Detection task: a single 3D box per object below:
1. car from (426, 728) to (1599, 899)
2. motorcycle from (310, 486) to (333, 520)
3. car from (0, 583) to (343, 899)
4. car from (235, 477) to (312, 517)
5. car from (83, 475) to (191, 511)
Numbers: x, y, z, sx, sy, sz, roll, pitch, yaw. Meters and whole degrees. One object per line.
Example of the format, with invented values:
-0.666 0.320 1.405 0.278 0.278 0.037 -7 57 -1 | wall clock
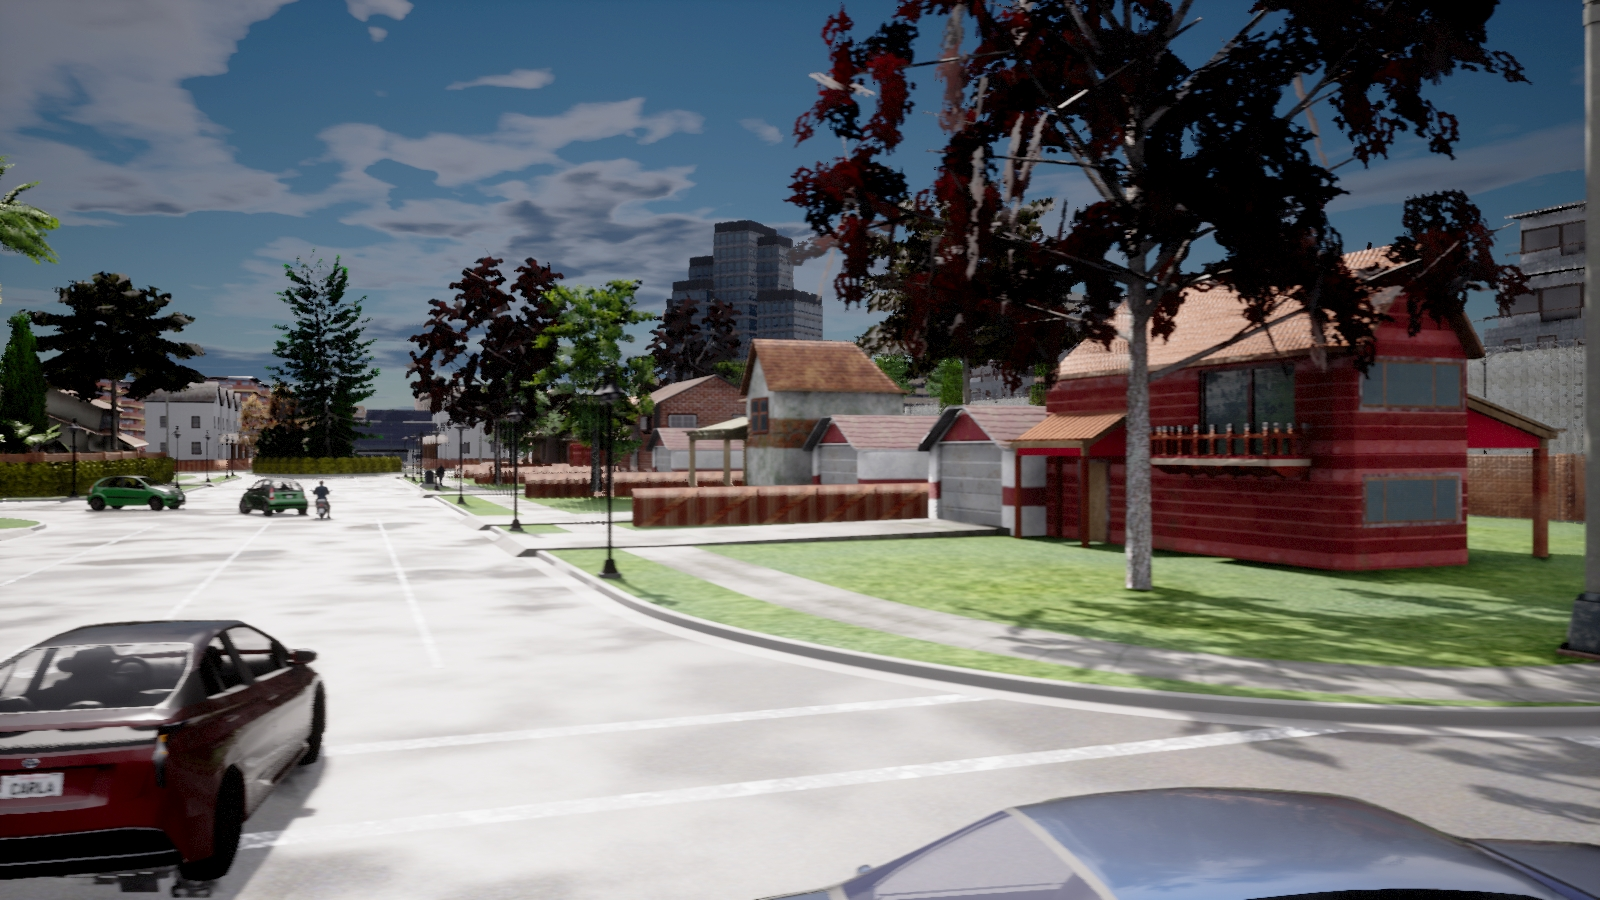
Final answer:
1.437 2.098 4.271 5.357 1.411 2.033 0 0 -9 | car
-19.805 2.174 47.296 0.856 1.341 1.805 0 0 -22 | motorcycle
-4.916 2.041 8.679 2.007 1.525 4.514 0 0 -13 | car
-23.433 2.051 50.789 1.851 1.617 3.988 0 0 -45 | car
-30.983 1.997 53.459 3.988 1.617 1.851 0 0 0 | car
